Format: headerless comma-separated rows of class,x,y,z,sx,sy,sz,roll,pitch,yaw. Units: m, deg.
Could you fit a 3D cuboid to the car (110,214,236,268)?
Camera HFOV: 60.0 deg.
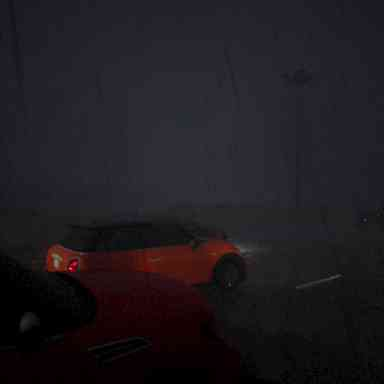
car,-0.614,1.624,12.161,4.181,1.385,1.994,0,0,-37

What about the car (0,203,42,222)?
car,-14.994,1.667,27.812,4.181,1.385,1.994,0,0,-37

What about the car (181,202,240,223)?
car,1.635,1.622,27.757,5.008,1.535,1.882,1,0,-41

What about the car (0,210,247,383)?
car,-2.200,1.228,2.246,5.566,2.045,2.150,0,0,-36

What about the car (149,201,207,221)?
car,-1.205,1.641,29.928,4.902,1.511,2.128,1,0,-41

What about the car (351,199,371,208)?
car,28.144,1.907,55.395,2.033,1.411,5.357,0,0,37

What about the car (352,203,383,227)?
car,13.320,1.680,23.882,4.674,1.442,1.812,0,0,-43
